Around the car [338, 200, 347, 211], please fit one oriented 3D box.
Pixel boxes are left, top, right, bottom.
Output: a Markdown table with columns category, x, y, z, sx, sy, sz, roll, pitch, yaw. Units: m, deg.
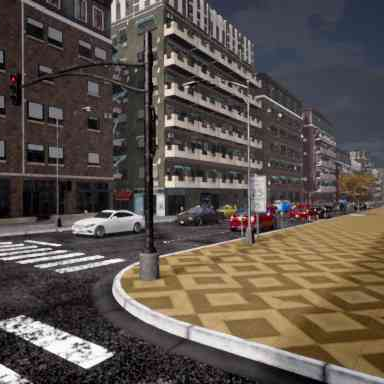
| category | x | y | z | sx | sy | sz | roll | pitch | yaw |
| --- | --- | --- | --- | --- | --- | --- | --- | --- | --- |
| car | 24.886 | 2.462 | 56.340 | 1.837 | 1.490 | 4.892 | -1 | -1 | 35 |

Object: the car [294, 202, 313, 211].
| category | x | y | z | sx | sy | sz | roll | pitch | yaw |
| --- | --- | --- | --- | --- | --- | --- | --- | --- | --- |
| car | 19.960 | 2.552 | 59.362 | 1.887 | 1.381 | 4.507 | -2 | -2 | 35 |

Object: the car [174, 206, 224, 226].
| category | x | y | z | sx | sy | sz | roll | pitch | yaw |
| --- | --- | --- | --- | --- | --- | --- | --- | --- | --- |
| car | 0.791 | 1.949 | 27.385 | 2.033 | 1.411 | 5.357 | -1 | -1 | 35 |

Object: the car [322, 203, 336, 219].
| category | x | y | z | sx | sy | sz | roll | pitch | yaw |
| --- | --- | --- | --- | --- | --- | --- | --- | --- | --- |
| car | 13.854 | 2.140 | 36.075 | 1.947 | 1.339 | 4.313 | -2 | -2 | 35 |

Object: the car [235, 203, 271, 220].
| category | x | y | z | sx | sy | sz | roll | pitch | yaw |
| --- | --- | --- | --- | --- | --- | --- | --- | --- | --- |
| car | 6.575 | 2.037 | 35.664 | 1.882 | 1.535 | 5.008 | -1 | -1 | 35 |

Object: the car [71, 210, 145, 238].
| category | x | y | z | sx | sy | sz | roll | pitch | yaw |
| --- | --- | --- | --- | --- | --- | --- | --- | --- | --- |
| car | -4.731 | 1.776 | 19.454 | 1.812 | 1.442 | 4.674 | -1 | -1 | 34 |

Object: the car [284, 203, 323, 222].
| category | x | y | z | sx | sy | sz | roll | pitch | yaw |
| --- | --- | --- | --- | --- | --- | --- | --- | --- | --- |
| car | 10.622 | 2.031 | 31.442 | 1.887 | 1.381 | 4.507 | -2 | -2 | 35 |

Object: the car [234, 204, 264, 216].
| category | x | y | z | sx | sy | sz | roll | pitch | yaw |
| --- | --- | --- | --- | --- | --- | --- | --- | --- | --- |
| car | 7.033 | 2.220 | 40.827 | 1.947 | 1.339 | 4.313 | -2 | -2 | 35 |

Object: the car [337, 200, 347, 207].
| category | x | y | z | sx | sy | sz | roll | pitch | yaw |
| --- | --- | --- | --- | --- | --- | --- | --- | --- | --- |
| car | 39.252 | 2.881 | 87.108 | 1.690 | 1.788 | 3.998 | -2 | -2 | 35 |

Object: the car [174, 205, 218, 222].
| category | x | y | z | sx | sy | sz | roll | pitch | yaw |
| --- | --- | --- | --- | --- | --- | --- | --- | --- | --- |
| car | 0.471 | 2.000 | 31.422 | 1.752 | 1.417 | 4.829 | -2 | -2 | 35 |

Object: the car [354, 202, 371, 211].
| category | x | y | z | sx | sy | sz | roll | pitch | yaw |
| --- | --- | --- | --- | --- | --- | --- | --- | --- | --- |
| car | 30.013 | 2.582 | 59.243 | 1.947 | 1.339 | 4.313 | -2 | -2 | 35 |

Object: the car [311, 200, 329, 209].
| category | x | y | z | sx | sy | sz | roll | pitch | yaw |
| --- | --- | --- | --- | --- | --- | --- | --- | --- | --- |
| car | 26.421 | 2.499 | 68.636 | 2.192 | 1.841 | 5.009 | -2 | -2 | 35 |

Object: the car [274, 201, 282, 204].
| category | x | y | z | sx | sy | sz | roll | pitch | yaw |
| --- | --- | --- | --- | --- | --- | --- | --- | --- | --- |
| car | 10.264 | 2.287 | 45.461 | 1.887 | 1.381 | 4.507 | -2 | -2 | 35 |

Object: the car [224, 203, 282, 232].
| category | x | y | z | sx | sy | sz | roll | pitch | yaw |
| --- | --- | --- | --- | --- | --- | --- | --- | --- | --- |
| car | 4.157 | 1.750 | 22.178 | 1.967 | 1.590 | 4.097 | -2 | -2 | 35 |

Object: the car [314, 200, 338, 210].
| category | x | y | z | sx | sy | sz | roll | pitch | yaw |
| --- | --- | --- | --- | --- | --- | --- | --- | --- | --- |
| car | 18.927 | 2.285 | 47.802 | 2.128 | 1.511 | 4.902 | -1 | -1 | 35 |

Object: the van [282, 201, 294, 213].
| category | x | y | z | sx | sy | sz | roll | pitch | yaw |
| --- | --- | --- | --- | --- | --- | --- | --- | --- | --- |
| van | 13.494 | 2.172 | 50.101 | 1.690 | 1.788 | 3.998 | -2 | -2 | 35 |

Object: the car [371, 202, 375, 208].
| category | x | y | z | sx | sy | sz | roll | pitch | yaw |
| --- | --- | --- | --- | --- | --- | --- | --- | --- | --- |
| car | 36.477 | 2.744 | 68.510 | 2.008 | 1.369 | 4.403 | -2 | -2 | 35 |

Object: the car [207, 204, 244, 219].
| category | x | y | z | sx | sy | sz | roll | pitch | yaw |
| --- | --- | --- | --- | --- | --- | --- | --- | --- | --- |
| car | 3.703 | 2.089 | 36.055 | 1.752 | 1.417 | 4.829 | -2 | -2 | 35 |
